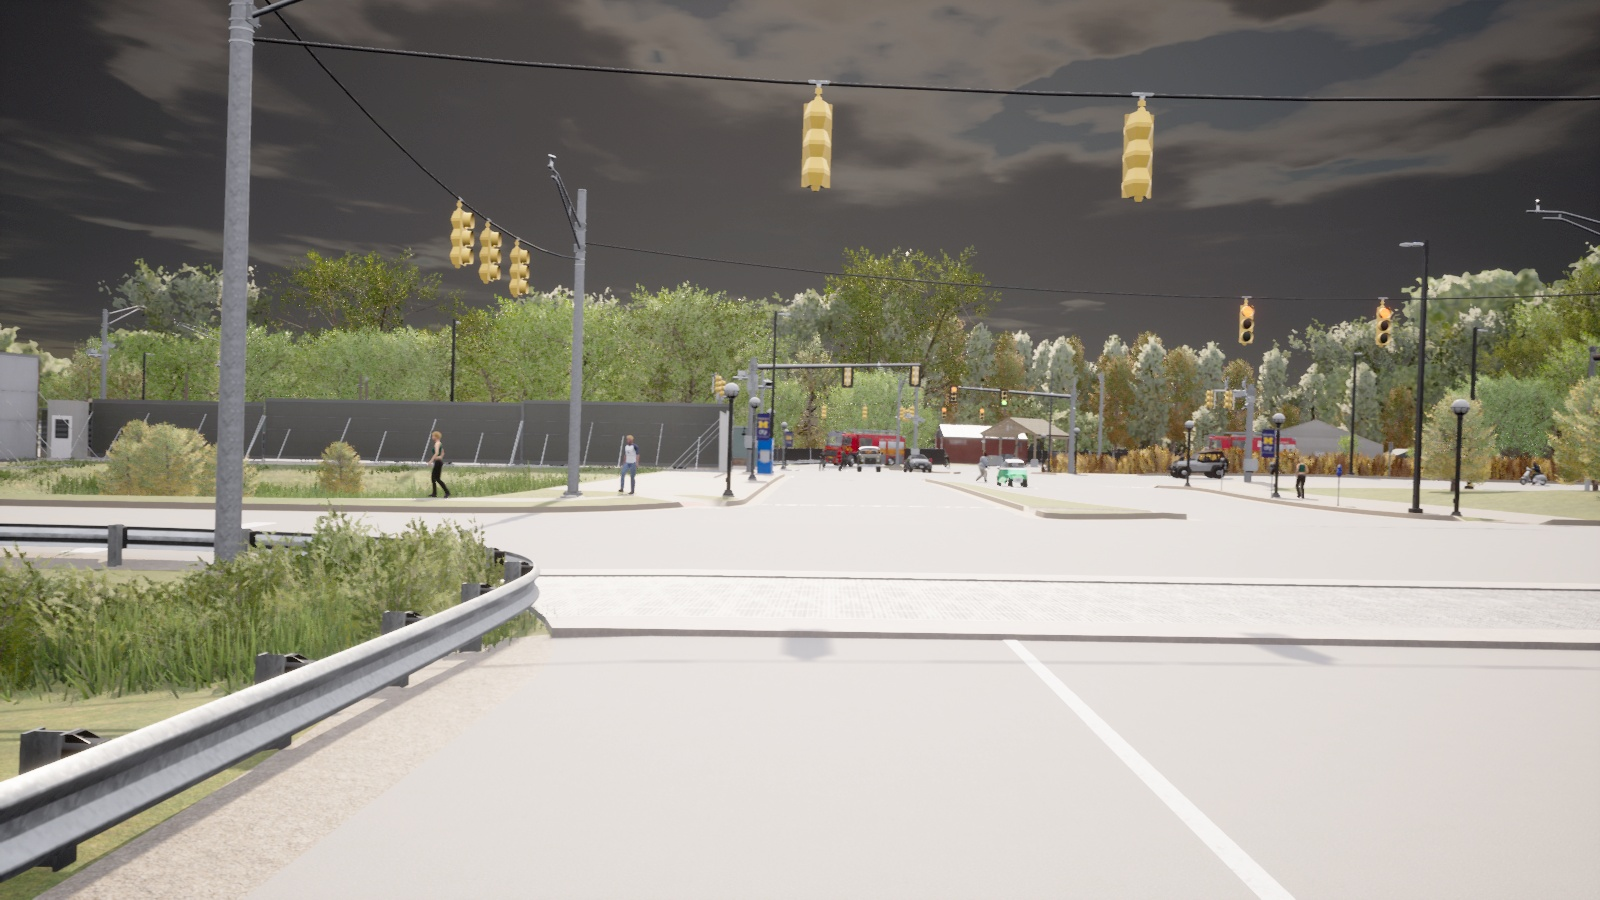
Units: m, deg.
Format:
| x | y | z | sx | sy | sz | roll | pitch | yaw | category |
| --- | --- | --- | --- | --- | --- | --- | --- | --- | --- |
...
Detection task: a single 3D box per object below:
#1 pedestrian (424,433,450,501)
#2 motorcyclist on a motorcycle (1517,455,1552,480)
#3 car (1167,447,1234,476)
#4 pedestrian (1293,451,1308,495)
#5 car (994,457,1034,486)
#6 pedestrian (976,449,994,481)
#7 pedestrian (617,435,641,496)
| x | y | z | sx | sy | sz | roll | pitch | yaw | category |
| --- | --- | --- | --- | --- | --- | --- | --- | --- | --- |
| -9.969 | 0.461 | 34.459 | 0.594 | 1.836 | 0.345 | 1 | 1 | -7 | pedestrian |
| 49.386 | 1.181 | 84.459 | 1.817 | 1.590 | 0.866 | 1 | 1 | 1 | motorcyclist on a motorcycle |
| 26.983 | 0.761 | 84.739 | 3.866 | 1.878 | 1.905 | -1 | 1 | 0 | car |
| 21.563 | 0.983 | 54.069 | 0.345 | 1.836 | 0.594 | 1 | 1 | 1 | pedestrian |
| 10.657 | 1.049 | 62.633 | 1.481 | 1.376 | 2.207 | 1 | 0 | -3 | car |
| 10.800 | 0.888 | 73.461 | 0.900 | 1.855 | 0.874 | 1 | 1 | 3 | pedestrian |
| -5.193 | 0.463 | 38.148 | 0.354 | 1.836 | 0.706 | 2 | 1 | 24 | pedestrian |
